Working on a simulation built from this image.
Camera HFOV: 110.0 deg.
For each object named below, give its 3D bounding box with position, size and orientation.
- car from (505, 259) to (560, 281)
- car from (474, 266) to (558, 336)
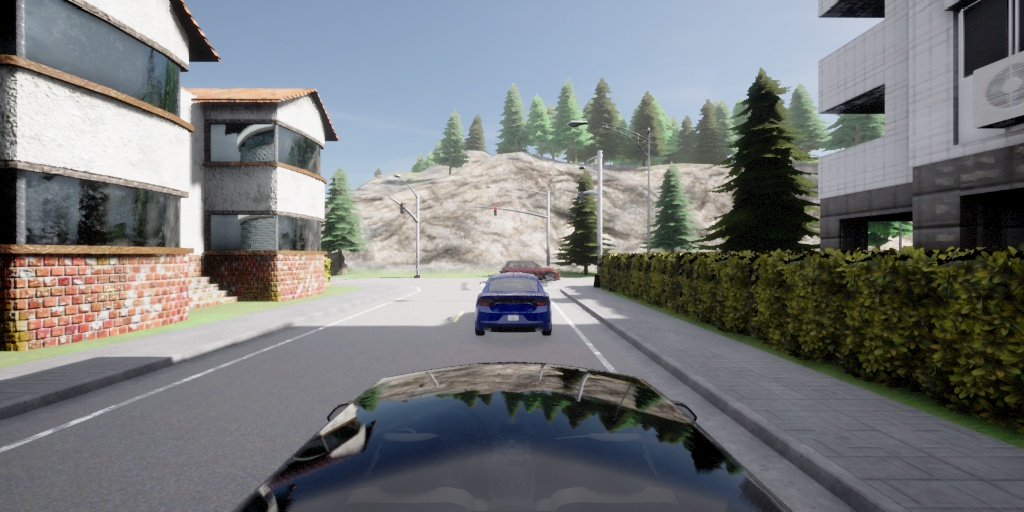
[{"bbox_3d":[1.312,1.102,26.870,4.553,1.767,2.097,0,0,1],"label":"car"},{"bbox_3d":[0.047,1.228,10.459,1.882,1.535,5.008,0,0,0],"label":"car"}]
